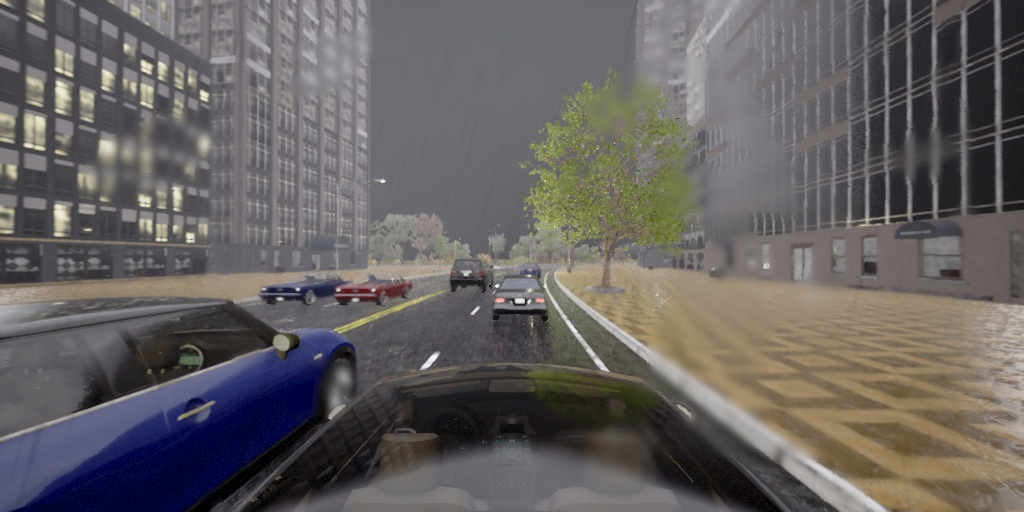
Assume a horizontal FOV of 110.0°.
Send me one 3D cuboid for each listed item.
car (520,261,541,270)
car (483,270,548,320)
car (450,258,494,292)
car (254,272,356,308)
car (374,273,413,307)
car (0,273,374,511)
[{"bbox_3d":[2.021,1.450,37.968,2.097,1.767,4.553,0,-1,6],"label":"car"},{"bbox_3d":[0.322,1.403,13.140,2.033,1.411,5.357,0,-1,2],"label":"car"},{"bbox_3d":[-2.473,1.167,23.041,2.150,2.045,5.566,0,-1,3],"label":"car"},{"bbox_3d":[-9.421,1.478,16.897,1.895,1.301,4.718,0,-1,2],"label":"car"},{"bbox_3d":[-6.184,1.479,16.556,1.895,1.301,4.718,0,-1,3],"label":"car"},{"bbox_3d":[-3.111,1.109,2.965,2.097,1.767,4.553,0,-1,0],"label":"car"}]
